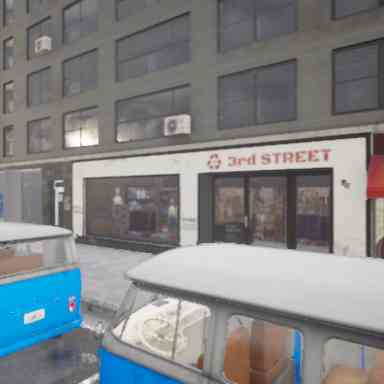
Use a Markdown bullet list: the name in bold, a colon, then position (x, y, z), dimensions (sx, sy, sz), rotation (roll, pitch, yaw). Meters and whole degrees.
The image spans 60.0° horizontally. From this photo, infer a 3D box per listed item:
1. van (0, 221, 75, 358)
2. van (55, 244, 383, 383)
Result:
- **van**: position (-3.513, 1.353, 5.324), dimensions (3.998, 1.788, 1.690), rotation (0, 0, 36)
- **van**: position (1.110, 1.342, 2.018), dimensions (3.998, 1.788, 1.690), rotation (0, 0, 36)
